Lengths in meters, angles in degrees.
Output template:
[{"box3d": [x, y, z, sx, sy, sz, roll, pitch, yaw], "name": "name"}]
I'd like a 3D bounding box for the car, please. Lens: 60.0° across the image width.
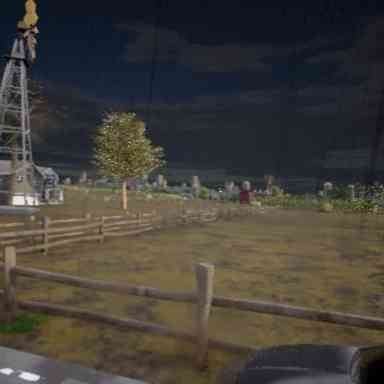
[{"box3d": [2.417, 1.703, 2.042, 4.892, 1.490, 1.837, 1, -3, 21], "name": "car"}]
